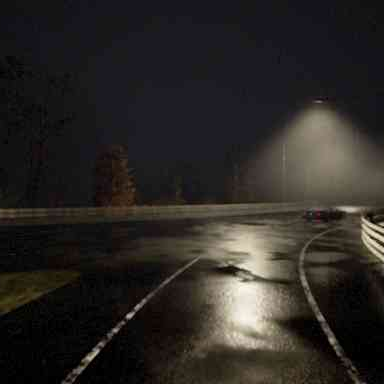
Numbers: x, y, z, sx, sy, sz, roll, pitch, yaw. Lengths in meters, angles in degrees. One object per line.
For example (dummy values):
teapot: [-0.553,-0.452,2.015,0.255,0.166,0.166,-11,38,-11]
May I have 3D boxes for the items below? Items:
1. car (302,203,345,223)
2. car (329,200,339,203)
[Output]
car: [11.721,1.929,29.493,5.357,1.411,2.033,1,-1,-44]
car: [35.916,2.643,84.090,1.994,1.385,4.181,0,-1,13]
